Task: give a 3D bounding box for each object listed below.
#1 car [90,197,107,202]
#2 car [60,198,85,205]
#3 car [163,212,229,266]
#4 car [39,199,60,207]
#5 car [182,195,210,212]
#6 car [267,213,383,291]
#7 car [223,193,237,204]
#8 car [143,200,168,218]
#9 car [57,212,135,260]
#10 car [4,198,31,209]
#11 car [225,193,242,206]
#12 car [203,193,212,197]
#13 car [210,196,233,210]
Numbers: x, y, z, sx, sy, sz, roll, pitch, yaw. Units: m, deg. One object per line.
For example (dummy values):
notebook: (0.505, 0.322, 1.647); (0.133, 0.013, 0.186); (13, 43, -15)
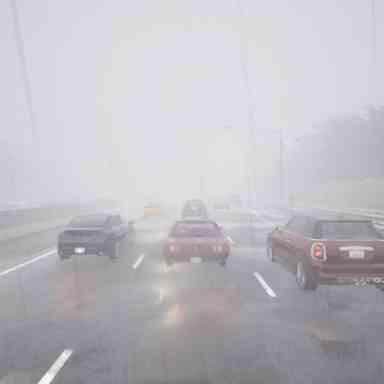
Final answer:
car: (-13.784, 1.546, 49.249); (1.837, 1.490, 4.892); (0, 0, 1)
car: (-17.282, 1.567, 49.270); (1.812, 1.442, 4.674); (0, 0, 1)
car: (0.125, 1.607, 11.503); (1.895, 1.301, 4.718); (0, 0, 0)
car: (-20.779, 1.642, 49.420); (1.895, 1.301, 4.718); (0, 0, 1)
car: (0.213, 1.369, 28.933); (2.097, 1.767, 4.553); (0, 0, 0)
car: (3.518, 1.356, 9.209); (2.097, 1.767, 4.553); (0, 0, 0)
car: (7.504, 1.310, 66.180); (2.150, 2.045, 5.566); (0, 0, 1)
car: (-3.275, 1.496, 30.684); (1.882, 1.535, 5.008); (0, 0, 0)
car: (-3.371, 1.511, 12.431); (1.837, 1.490, 4.892); (0, 0, 0)
car: (-23.625, 1.559, 45.246); (1.812, 1.442, 4.674); (0, 0, -2)
car: (7.252, 1.282, 56.899); (2.150, 2.045, 5.566); (0, 0, 2)
car: (4.265, 1.643, 82.532); (1.837, 1.490, 4.892); (0, 0, 1)
car: (3.725, 1.596, 42.809); (1.994, 1.385, 4.181); (0, 0, 1)
